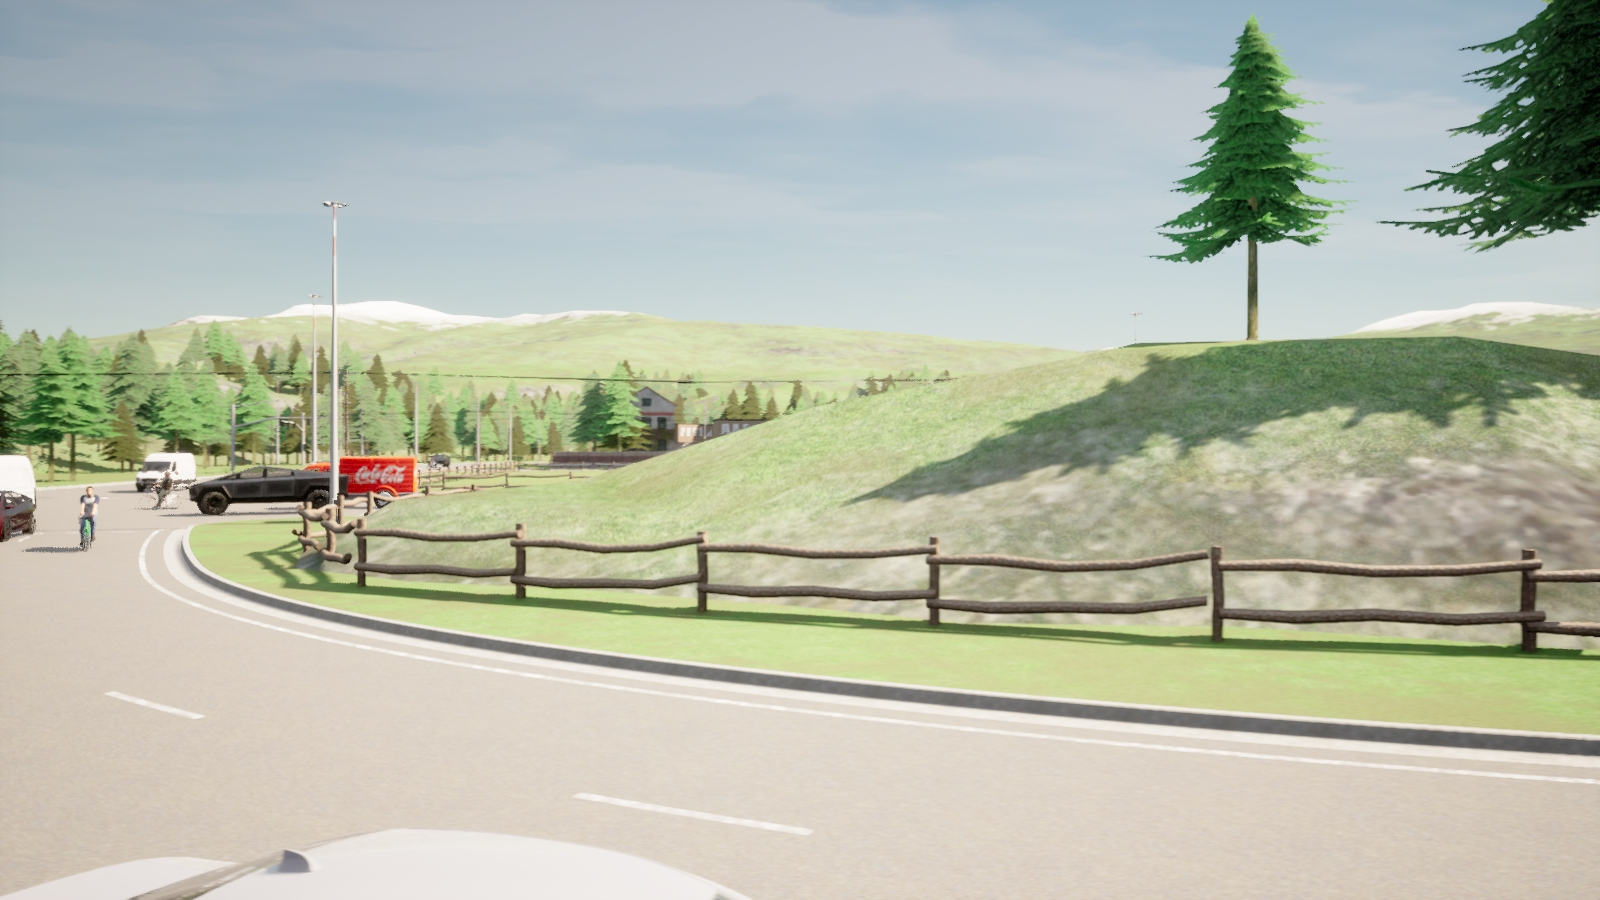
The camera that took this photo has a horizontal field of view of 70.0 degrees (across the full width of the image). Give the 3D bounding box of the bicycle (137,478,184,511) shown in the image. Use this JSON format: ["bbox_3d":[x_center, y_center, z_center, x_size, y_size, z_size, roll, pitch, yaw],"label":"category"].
[{"bbox_3d":[-29.745,2.047,53.157,0.329,1.471,1.835,5,3,40],"label":"bicycle"}]

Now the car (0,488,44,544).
[{"bbox_3d":[-25.429,2.028,35.720,2.007,1.525,4.514,0,0,-20],"label":"car"}]

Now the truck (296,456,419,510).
[{"bbox_3d":[-21.110,1.559,54.824,5.204,2.467,2.627,0,0,-14],"label":"truck"}]

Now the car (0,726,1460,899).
[{"bbox_3d":[-0.815,2.034,3.300,5.006,1.535,2.097,0,0,22],"label":"car"}]

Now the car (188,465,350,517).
[{"bbox_3d":[-23.153,1.744,49.958,6.274,2.098,2.390,0,0,-26],"label":"car"}]

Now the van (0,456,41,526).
[{"bbox_3d":[-30.026,1.520,40.879,1.988,2.561,5.915,-2,0,-3],"label":"van"}]

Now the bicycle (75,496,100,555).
[{"bbox_3d":[-19.514,2.047,31.291,0.373,1.496,1.643,1,0,-26],"label":"bicycle"}]
